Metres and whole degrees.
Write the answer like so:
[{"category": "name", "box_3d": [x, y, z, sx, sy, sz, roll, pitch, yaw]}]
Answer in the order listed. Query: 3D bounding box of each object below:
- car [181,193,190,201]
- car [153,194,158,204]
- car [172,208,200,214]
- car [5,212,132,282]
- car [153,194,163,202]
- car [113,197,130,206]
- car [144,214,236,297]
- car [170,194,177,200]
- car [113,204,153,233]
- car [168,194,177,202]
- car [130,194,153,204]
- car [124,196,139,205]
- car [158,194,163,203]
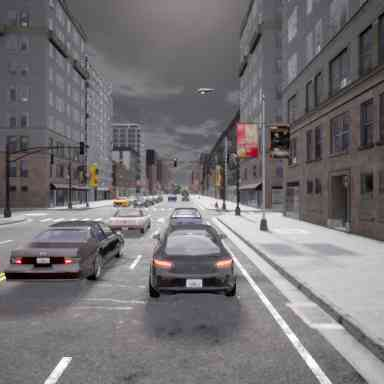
[{"category": "car", "box_3d": [-1.587, 1.620, 80.830, 1.895, 1.301, 4.718, 0, 0, -1]}, {"category": "car", "box_3d": [-7.734, 1.517, 59.409, 2.128, 1.511, 4.902, 0, 0, -1]}, {"category": "car", "box_3d": [-0.329, 1.553, 18.048, 2.033, 1.411, 5.357, 0, 0, -1]}, {"category": "car", "box_3d": [-3.312, 1.550, 9.800, 2.033, 1.411, 5.357, 0, 0, -1]}, {"category": "car", "box_3d": [-8.062, 1.371, 79.510, 2.097, 1.767, 4.553, 0, 0, -1]}, {"category": "car", "box_3d": [-10.847, 1.500, 51.529, 1.882, 1.535, 5.008, 0, 0, -1]}, {"category": "car", "box_3d": [-0.036, 1.527, 8.461, 1.812, 1.442, 4.674, 0, 0, -2]}, {"category": "car", "box_3d": [-5.037, 1.398, 90.736, 1.837, 1.490, 4.892, 0, 0, -1]}, {"category": "car", "box_3d": [-3.509, 1.607, 19.465, 1.895, 1.301, 4.718, 0, 0, -1]}, {"category": "car", "box_3d": [-4.828, 1.502, 80.318, 1.882, 1.535, 5.008, 0, 0, -1]}, {"category": "car", "box_3d": [-7.565, 1.513, 50.055, 2.128, 1.511, 4.902, 0, 0, -1]}, {"category": "car", "box_3d": [-10.997, 1.552, 60.751, 1.812, 1.442, 4.674, 0, 0, -1]}, {"category": "car", "box_3d": [-7.858, 1.553, 69.279, 2.128, 1.511, 4.902, 0, 0, -1]}]
